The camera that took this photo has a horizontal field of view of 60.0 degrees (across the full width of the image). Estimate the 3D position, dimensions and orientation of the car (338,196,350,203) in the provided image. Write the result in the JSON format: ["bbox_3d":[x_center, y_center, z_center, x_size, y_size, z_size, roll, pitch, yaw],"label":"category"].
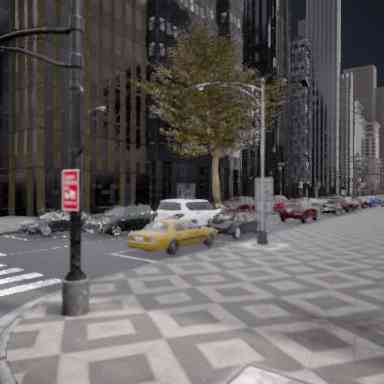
[{"bbox_3d":[37.384,1.807,81.796,1.752,1.417,4.829,0,0,36],"label":"car"}]

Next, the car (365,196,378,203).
[{"bbox_3d":[42.898,1.684,79.586,2.128,1.511,4.902,0,0,36],"label":"car"}]

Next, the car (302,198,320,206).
[{"bbox_3d":[21.252,1.764,59.443,1.752,1.417,4.829,0,0,36],"label":"car"}]

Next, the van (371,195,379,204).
[{"bbox_3d":[31.494,1.633,59.066,1.690,1.788,3.998,0,0,36],"label":"van"}]

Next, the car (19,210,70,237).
[{"bbox_3d":[-7.686,1.723,19.348,2.008,1.369,4.403,0,0,36],"label":"car"}]

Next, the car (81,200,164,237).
[{"bbox_3d":[-4.106,1.540,19.754,2.097,1.767,4.553,0,0,36],"label":"car"}]

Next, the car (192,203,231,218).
[{"bbox_3d":[1.993,1.774,32.759,1.802,1.307,4.206,0,0,36],"label":"car"}]

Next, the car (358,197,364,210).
[{"bbox_3d":[21.815,1.812,45.656,1.887,1.381,4.507,0,0,36],"label":"car"}]

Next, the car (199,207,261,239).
[{"bbox_3d":[2.458,1.773,18.836,2.008,1.369,4.403,0,0,36],"label":"car"}]

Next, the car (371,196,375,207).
[{"bbox_3d":[28.267,1.828,54.596,1.887,1.381,4.507,0,0,36],"label":"car"}]

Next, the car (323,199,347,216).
[{"bbox_3d":[15.362,1.817,36.716,1.947,1.339,4.313,0,0,36],"label":"car"}]

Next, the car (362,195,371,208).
[{"bbox_3d":[25.042,1.590,50.126,2.192,1.841,5.009,0,0,36],"label":"car"}]

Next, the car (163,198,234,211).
[{"bbox_3d":[0.097,1.442,20.280,2.150,2.045,5.566,0,0,36],"label":"car"}]

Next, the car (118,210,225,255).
[{"bbox_3d":[-0.668,1.742,14.504,1.752,1.417,4.829,0,0,36],"label":"car"}]

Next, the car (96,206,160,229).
[{"bbox_3d":[-4.460,1.744,23.818,1.947,1.339,4.313,0,0,36],"label":"car"}]

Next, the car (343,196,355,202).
[{"bbox_3d":[40.709,1.841,86.404,2.008,1.369,4.403,0,0,36],"label":"car"}]

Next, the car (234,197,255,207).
[{"bbox_3d":[5.220,1.514,37.229,2.192,1.841,5.009,0,0,36],"label":"car"}]

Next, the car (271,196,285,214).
[{"bbox_3d":[9.200,1.438,38.158,2.150,2.045,5.566,0,0,36],"label":"car"}]

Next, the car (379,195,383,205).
[{"bbox_3d":[37.945,1.874,68.007,1.947,1.339,4.313,0,0,36],"label":"car"}]

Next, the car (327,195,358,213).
[{"bbox_3d":[18.589,1.574,41.186,2.192,1.841,5.009,0,0,36],"label":"car"}]

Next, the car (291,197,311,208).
[{"bbox_3d":[18.125,1.671,55.111,1.967,1.590,4.097,0,0,36],"label":"car"}]

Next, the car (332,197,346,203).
[{"bbox_3d":[34.257,1.824,77.463,2.008,1.369,4.403,0,0,36],"label":"car"}]

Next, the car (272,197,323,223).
[{"bbox_3d":[8.911,1.551,27.776,2.192,1.841,5.009,0,0,36],"label":"car"}]

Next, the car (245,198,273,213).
[{"bbox_3d":[8.446,1.647,41.700,1.967,1.590,4.097,0,0,36],"label":"car"}]

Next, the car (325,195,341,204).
[{"bbox_3d":[31.031,1.579,72.993,2.192,1.841,5.009,0,0,36],"label":"car"}]
